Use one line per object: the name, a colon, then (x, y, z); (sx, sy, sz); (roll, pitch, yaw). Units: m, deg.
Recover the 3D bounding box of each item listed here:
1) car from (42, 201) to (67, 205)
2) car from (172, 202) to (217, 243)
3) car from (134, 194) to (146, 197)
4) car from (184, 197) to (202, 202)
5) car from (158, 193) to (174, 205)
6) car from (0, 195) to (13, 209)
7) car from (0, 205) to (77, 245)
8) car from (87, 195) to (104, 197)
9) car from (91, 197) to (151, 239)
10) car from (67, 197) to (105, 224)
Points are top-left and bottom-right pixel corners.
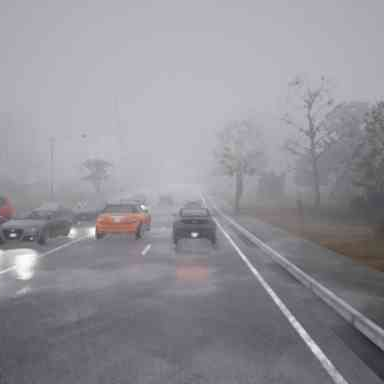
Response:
car: (-10.577, 1.457, 25.350); (1.812, 1.442, 4.674); (0, 0, 0)
car: (0.105, 1.461, 15.848); (1.837, 1.490, 4.892); (0, 0, 0)
car: (-7.011, 0.991, 44.169); (1.994, 1.385, 4.181); (0, 3, 1)
car: (0.101, 1.287, 37.167); (1.812, 1.442, 4.674); (0, 2, 0)
car: (-3.480, 0.883, 45.100); (1.837, 1.490, 4.892); (0, 4, 0)
car: (-10.593, 1.180, 15.610); (2.150, 2.045, 5.566); (0, 0, 0)
car: (-7.095, 1.523, 15.175); (1.994, 1.385, 4.181); (0, 0, 0)
car: (-10.512, 1.161, 35.604); (2.097, 1.767, 4.553); (0, 2, 1)
car: (-3.394, 1.305, 17.233); (2.097, 1.767, 4.553); (0, 0, 0)
car: (-7.080, 1.412, 24.217); (1.882, 1.535, 5.008); (0, 0, 0)
